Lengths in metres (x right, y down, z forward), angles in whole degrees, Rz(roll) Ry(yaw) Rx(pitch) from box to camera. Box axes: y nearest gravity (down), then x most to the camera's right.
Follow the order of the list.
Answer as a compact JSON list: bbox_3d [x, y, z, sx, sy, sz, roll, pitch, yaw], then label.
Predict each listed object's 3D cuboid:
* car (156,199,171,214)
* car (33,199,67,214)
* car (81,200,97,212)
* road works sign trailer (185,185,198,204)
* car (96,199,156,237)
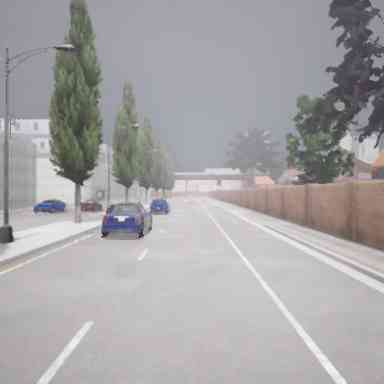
[{"bbox_3d":[-3.403,1.481,36.050,1.882,1.535,5.008,0,0,0],"label":"car"},{"bbox_3d":[-15.063,1.482,35.507,1.882,1.535,5.008,0,0,0],"label":"car"},{"bbox_3d":[-11.549,1.569,37.474,1.994,1.385,4.181,0,0,1],"label":"car"},{"bbox_3d":[-0.004,0.471,62.348,2.380,3.560,2.880,0,0,0],"label":"road works sign trailer"},{"bbox_3d":[-3.402,1.354,18.162,2.097,1.767,4.553,0,0,0],"label":"car"}]
